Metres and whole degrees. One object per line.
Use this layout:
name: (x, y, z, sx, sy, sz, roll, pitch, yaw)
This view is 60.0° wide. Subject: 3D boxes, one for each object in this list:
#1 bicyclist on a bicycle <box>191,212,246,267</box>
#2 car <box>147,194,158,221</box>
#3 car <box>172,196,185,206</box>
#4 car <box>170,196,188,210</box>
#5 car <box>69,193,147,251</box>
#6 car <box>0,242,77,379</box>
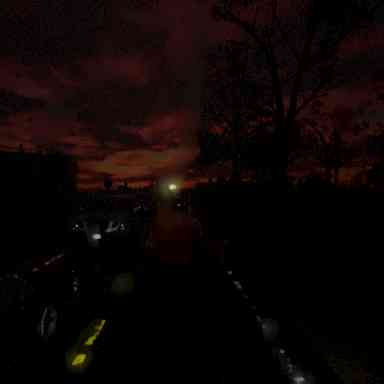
bicyclist on a bicycle: (0.787, 1.423, 9.806, 1.656, 1.620, 0.582, 0, 0, -2)
car: (-3.925, 1.140, 26.430, 2.150, 2.045, 5.566, 0, 0, -2)
car: (-2.069, 1.354, 50.975, 1.812, 1.442, 4.674, 0, 0, -2)
car: (-1.565, 1.434, 39.746, 1.994, 1.385, 4.181, 0, 0, -3)
car: (-3.404, 1.178, 14.247, 2.150, 2.045, 5.566, 0, 0, -2)
car: (-2.955, 1.592, 3.530, 1.895, 1.301, 4.718, 0, 0, -2)
